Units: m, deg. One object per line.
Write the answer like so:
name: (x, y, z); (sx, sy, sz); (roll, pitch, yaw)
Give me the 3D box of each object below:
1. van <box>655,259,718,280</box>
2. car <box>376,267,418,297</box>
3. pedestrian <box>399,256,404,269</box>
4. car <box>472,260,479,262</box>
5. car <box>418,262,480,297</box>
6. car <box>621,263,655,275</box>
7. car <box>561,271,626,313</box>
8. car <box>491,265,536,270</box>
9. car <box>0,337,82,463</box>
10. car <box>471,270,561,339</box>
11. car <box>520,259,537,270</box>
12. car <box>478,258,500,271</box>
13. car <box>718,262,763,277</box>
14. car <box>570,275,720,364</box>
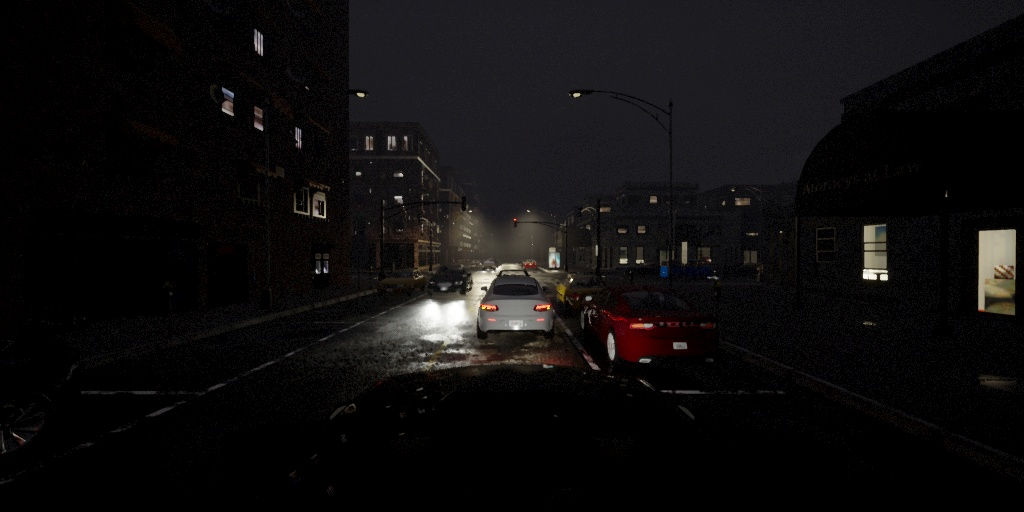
van: (14.601, 1.163, 30.125); (3.998, 1.789, 1.690); (0, 0, -1)
car: (-5.725, 1.277, 19.150); (1.751, 1.417, 4.829); (0, 0, 0)
pedestrian: (-12.707, 0.829, 41.188); (0.375, 1.860, 0.375); (0, 0, -1)
car: (-5.798, 1.329, 57.472); (2.007, 1.370, 4.403); (0, 0, 0)
car: (-3.133, 1.244, 18.936); (2.128, 1.511, 4.902); (0, 0, 0)
car: (13.424, 1.380, 35.902); (4.718, 1.301, 1.895); (0, 0, -1)
car: (2.667, 1.276, 13.805); (1.751, 1.417, 4.829); (0, 0, 0)
car: (0.077, 1.353, 19.063); (1.895, 1.301, 4.718); (0, 0, 0)
car: (-5.692, 1.316, 2.231); (1.948, 1.339, 4.313); (0, 0, 0)
car: (0.084, 1.276, 9.952); (1.812, 1.442, 4.674); (0, 0, 0)
car: (2.594, 1.211, 51.803); (1.967, 1.591, 4.097); (0, 0, 0)
car: (-3.193, 1.318, 50.827); (2.033, 1.411, 5.357); (0, 0, 0)
car: (22.343, 1.367, 35.982); (4.181, 1.385, 1.994); (0, 0, 0)
car: (2.678, 1.295, 7.938); (1.888, 1.381, 4.507); (0, 0, 0)
